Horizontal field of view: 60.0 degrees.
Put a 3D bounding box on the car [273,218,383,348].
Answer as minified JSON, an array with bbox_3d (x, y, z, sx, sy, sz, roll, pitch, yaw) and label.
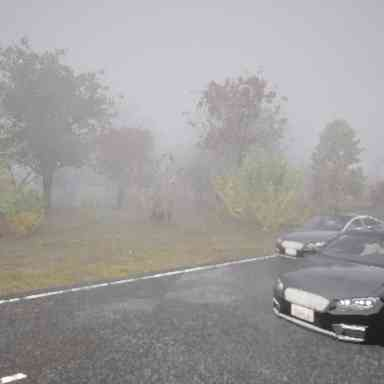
[{"bbox_3d":[3.593,1.485,6.254,4.902,1.511,2.128,0,0,-36],"label":"car"}]

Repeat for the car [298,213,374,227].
[{"bbox_3d":[4.882,1.480,11.168,4.902,1.511,2.128,0,0,-36],"label":"car"}]
